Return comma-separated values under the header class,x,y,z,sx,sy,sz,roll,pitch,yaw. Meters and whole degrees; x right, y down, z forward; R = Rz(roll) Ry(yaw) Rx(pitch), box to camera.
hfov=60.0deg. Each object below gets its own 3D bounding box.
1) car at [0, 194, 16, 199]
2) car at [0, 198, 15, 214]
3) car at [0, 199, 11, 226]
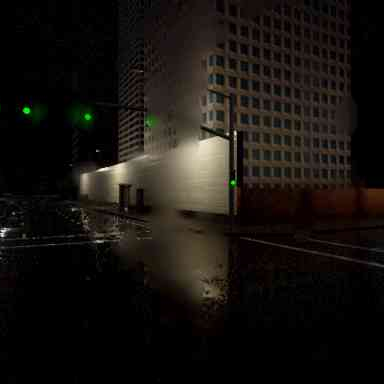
class,x,y,z,sx,sy,sz,roll,pitch,yaw
car,-23.719,1.224,42.177,2.150,2.045,5.566,0,0,-27
car,-17.638,1.556,30.428,1.994,1.385,4.181,0,0,-27
car,-13.536,1.491,22.522,1.837,1.490,4.892,0,0,-27
